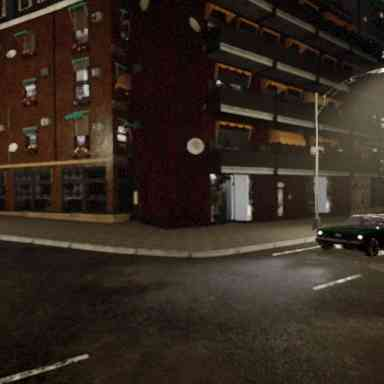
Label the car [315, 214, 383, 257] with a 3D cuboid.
[{"bbox_3d":[6.776,1.540,12.709,4.718,1.301,1.895,0,0,-37],"label":"car"}]
